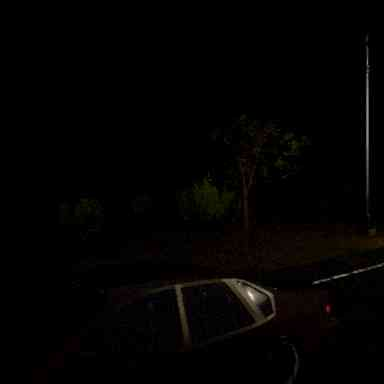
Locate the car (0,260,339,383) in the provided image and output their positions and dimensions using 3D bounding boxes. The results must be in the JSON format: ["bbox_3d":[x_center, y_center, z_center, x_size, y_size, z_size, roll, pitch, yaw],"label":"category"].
[{"bbox_3d":[-0.620,1.544,3.548,5.357,1.411,2.033,0,0,-35],"label":"car"}]
